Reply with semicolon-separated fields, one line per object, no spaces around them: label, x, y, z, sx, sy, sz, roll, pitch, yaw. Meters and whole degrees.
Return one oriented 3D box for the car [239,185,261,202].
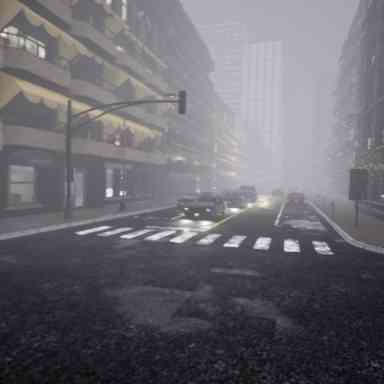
car;6.966;0.158;41.889;2.150;2.045;5.566;2;2;17

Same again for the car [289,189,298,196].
car;22.237;0.012;72.917;1.887;1.381;4.507;2;2;17

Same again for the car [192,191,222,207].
car;1.538;0.612;32.958;1.947;1.339;4.313;2;2;17

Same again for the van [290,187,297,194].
van;26.993;-0.514;88.795;1.690;1.788;3.998;2;2;17

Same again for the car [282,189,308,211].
car;9.564;0.786;30.555;1.967;1.590;4.097;2;2;17

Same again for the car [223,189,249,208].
car;3.900;0.712;31.782;1.994;1.385;4.181;2;2;16

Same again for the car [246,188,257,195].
car;12.628;-0.142;70.023;1.802;1.307;4.206;2;2;17

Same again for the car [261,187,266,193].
car;17.381;-0.497;85.906;2.008;1.369;4.403;2;2;17

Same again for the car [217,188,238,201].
car;4.709;0.264;43.544;1.967;1.590;4.097;2;2;17

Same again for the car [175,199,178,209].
car;-0.045;0.708;27.663;2.008;1.369;4.403;2;2;17

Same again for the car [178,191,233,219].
car;1.066;0.895;22.314;2.033;1.411;5.357;2;2;17

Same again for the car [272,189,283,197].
car;15.286;0.150;59.028;1.882;1.535;5.008;2;2;17

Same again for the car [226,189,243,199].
car;6.290;0.295;48.843;1.802;1.307;4.206;2;2;17

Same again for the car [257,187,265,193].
car;18.965;-0.573;91.202;1.802;1.307;4.206;2;2;17
